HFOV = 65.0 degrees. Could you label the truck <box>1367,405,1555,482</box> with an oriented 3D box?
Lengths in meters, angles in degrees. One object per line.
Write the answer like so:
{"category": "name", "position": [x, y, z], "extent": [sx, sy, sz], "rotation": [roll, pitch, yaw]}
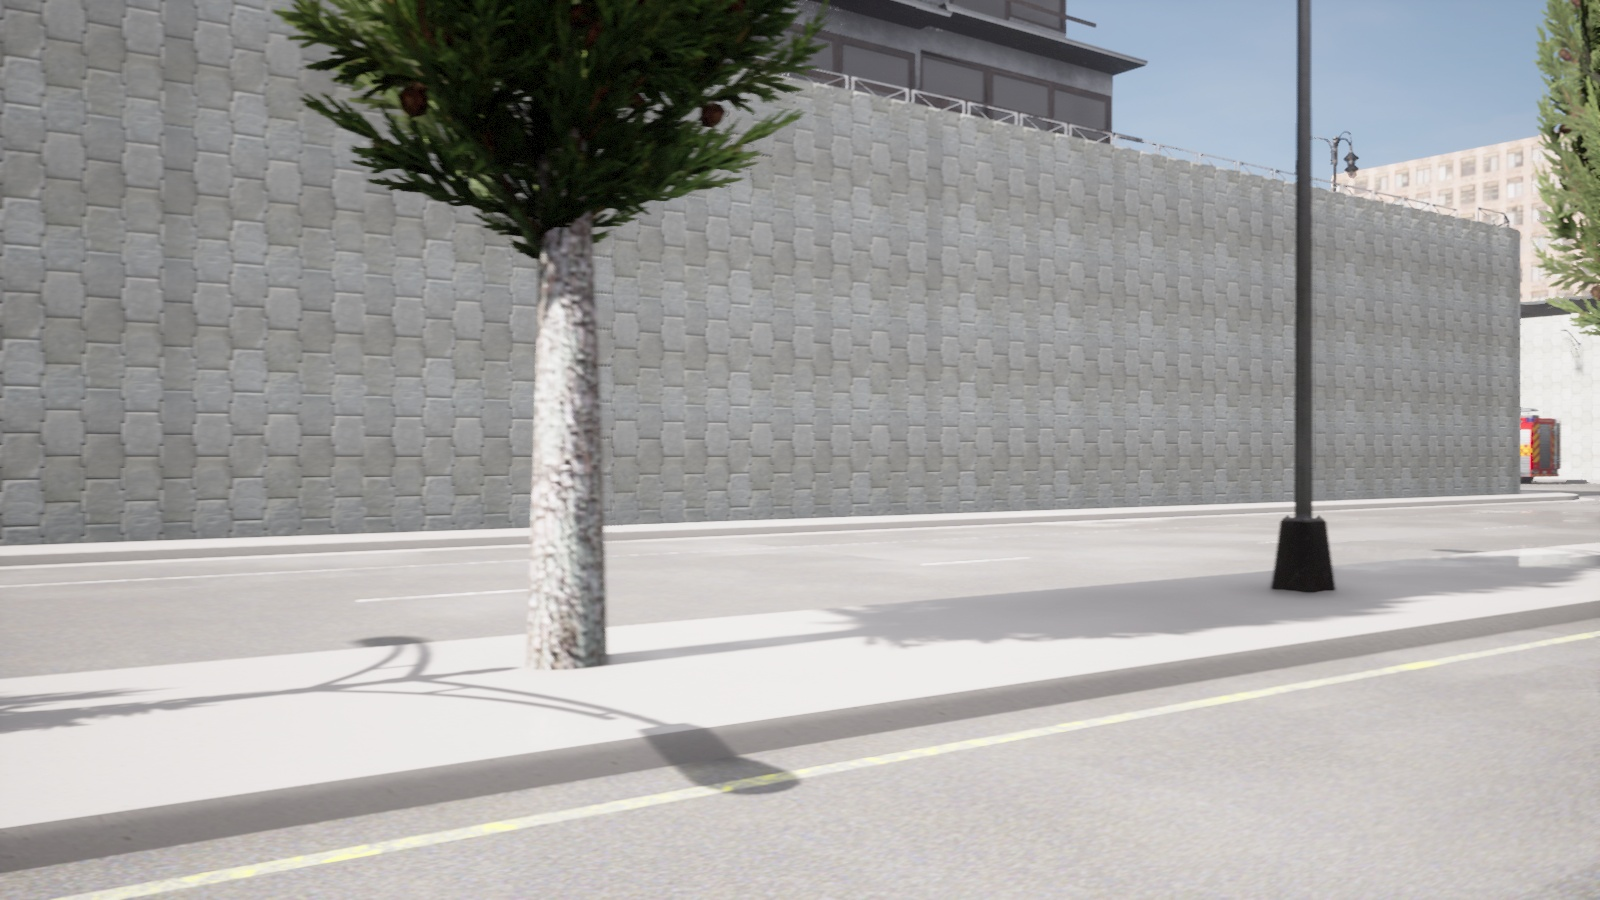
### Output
{"category": "truck", "position": [34.990, -0.330, 66.853], "extent": [2.891, 3.827, 8.468], "rotation": [0, 0, -34]}
